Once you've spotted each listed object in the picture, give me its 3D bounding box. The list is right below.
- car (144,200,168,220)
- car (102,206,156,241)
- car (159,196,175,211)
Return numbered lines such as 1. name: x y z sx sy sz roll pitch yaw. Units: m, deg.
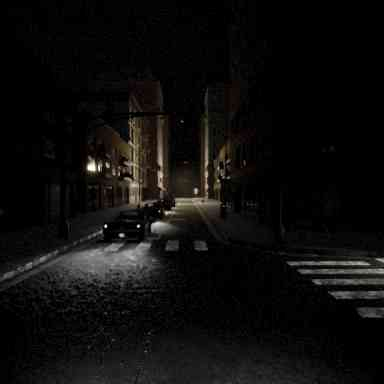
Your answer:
1. car: -3.297 1.594 28.064 1.895 1.301 4.718 0 0 -1
2. car: -3.124 1.598 16.860 1.895 1.301 4.718 0 0 -1
3. car: -3.458 1.549 39.730 1.994 1.385 4.181 0 0 0
